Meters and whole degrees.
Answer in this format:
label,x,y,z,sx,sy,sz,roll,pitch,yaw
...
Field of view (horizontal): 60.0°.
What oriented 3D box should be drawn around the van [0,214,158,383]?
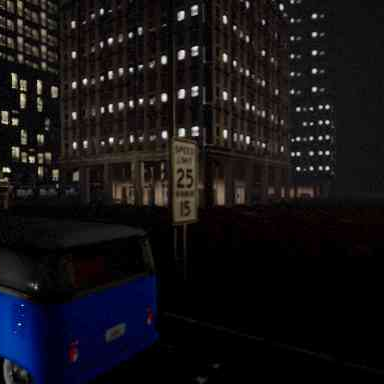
label,x,y,z,sx,sy,sz,roll,pitch,yaw
van,-2.351,1.262,4.637,3.998,1.788,1.690,1,1,34
